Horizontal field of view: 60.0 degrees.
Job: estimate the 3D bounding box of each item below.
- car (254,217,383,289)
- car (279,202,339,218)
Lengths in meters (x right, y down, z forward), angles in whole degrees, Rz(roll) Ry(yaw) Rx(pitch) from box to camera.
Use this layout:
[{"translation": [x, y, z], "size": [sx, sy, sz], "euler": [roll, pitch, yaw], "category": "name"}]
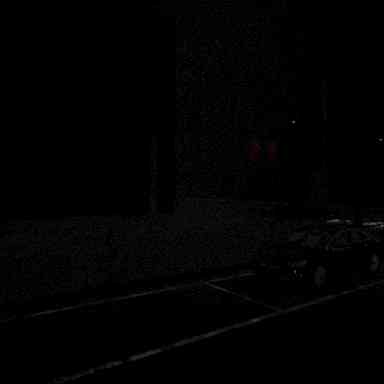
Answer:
[{"translation": [3.617, 1.611, 9.227], "size": [4.403, 1.369, 2.008], "euler": [1, 0, -35], "category": "car"}, {"translation": [9.615, 1.487, 27.722], "size": [1.895, 1.301, 4.718], "euler": [1, 1, -35], "category": "car"}]
